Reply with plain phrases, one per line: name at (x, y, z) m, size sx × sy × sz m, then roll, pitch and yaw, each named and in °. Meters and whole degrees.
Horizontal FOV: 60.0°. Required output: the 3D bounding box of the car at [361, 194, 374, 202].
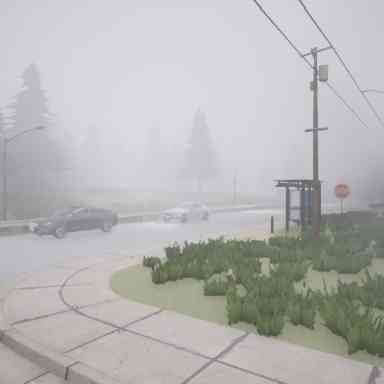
car at (40.390, 1.356, 76.485) m, size 2.097 × 1.767 × 4.553 m, roll 0°, pitch 0°, yaw 36°

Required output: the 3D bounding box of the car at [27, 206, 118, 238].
car at (-6.183, 1.493, 17.781) m, size 2.128 × 1.511 × 4.902 m, roll 0°, pitch 0°, yaw 36°

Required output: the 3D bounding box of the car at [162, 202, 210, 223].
car at (-0.339, 1.527, 25.855) m, size 1.812 × 1.442 × 4.674 m, roll 0°, pitch 0°, yaw 36°
